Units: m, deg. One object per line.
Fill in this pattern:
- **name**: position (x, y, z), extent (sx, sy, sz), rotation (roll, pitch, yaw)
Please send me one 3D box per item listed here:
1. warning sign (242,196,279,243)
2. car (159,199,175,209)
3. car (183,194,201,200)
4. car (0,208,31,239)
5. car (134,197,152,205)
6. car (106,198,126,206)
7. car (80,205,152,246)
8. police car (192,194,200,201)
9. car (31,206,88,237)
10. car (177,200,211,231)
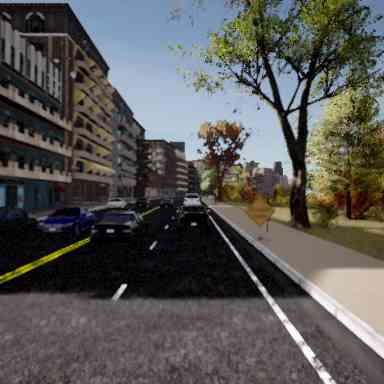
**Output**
- **warning sign**: position (2.844, 1.111, 13.952), extent (1.300, 1.860, 1.060), rotation (-1, -1, 0)
- **car**: position (-3.239, 1.591, 44.426), extent (1.895, 1.301, 4.718), rotation (0, 0, 0)
- **car**: position (0.021, 1.214, 44.825), extent (2.150, 2.045, 5.566), rotation (0, 0, 0)
- **car**: position (-9.849, 1.541, 17.177), extent (2.033, 1.411, 5.357), rotation (0, 0, 0)
- **car**: position (-6.534, 1.496, 44.385), extent (1.837, 1.490, 4.892), rotation (0, 0, 1)
- **car**: position (-9.793, 1.515, 43.222), extent (1.812, 1.442, 4.674), rotation (0, 0, 1)
- **car**: position (-3.146, 1.542, 15.311), extent (2.033, 1.411, 5.357), rotation (0, 0, 0)
- **police car**: position (0.985, 1.420, 84.056), extent (1.930, 1.638, 5.238), rotation (0, 0, 0)
- **car**: position (-6.597, 1.519, 18.063), extent (1.812, 1.442, 4.674), rotation (0, 0, 0)
- **car**: position (0.104, 1.498, 20.618), extent (1.837, 1.490, 4.892), rotation (0, 0, 0)
